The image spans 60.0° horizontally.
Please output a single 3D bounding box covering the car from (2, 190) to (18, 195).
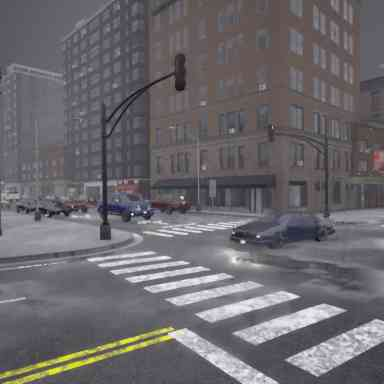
[{"bbox_3d":[-31.866,0.712,57.953,2.150,2.045,5.566,-1,1,-44],"label":"car"}]

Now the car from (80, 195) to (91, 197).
[{"bbox_3d":[-13.877,1.084,43.059,1.967,1.590,4.097,0,1,-44],"label":"car"}]

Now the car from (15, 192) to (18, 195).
[{"bbox_3d":[-29.191,1.045,58.898,1.802,1.307,4.206,0,1,-44],"label":"car"}]

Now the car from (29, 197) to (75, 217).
[{"bbox_3d":[-12.344,1.418,29.211,1.947,1.339,4.313,0,1,-44],"label":"car"}]

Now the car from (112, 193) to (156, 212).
[{"bbox_3d":[-6.220,1.045,35.139,2.192,1.841,5.009,0,1,-44],"label":"car"}]

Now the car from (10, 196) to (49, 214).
[{"bbox_3d":[-16.172,1.375,33.170,1.947,1.339,4.313,0,1,-44],"label":"car"}]

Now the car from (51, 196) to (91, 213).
[{"bbox_3d":[-12.061,1.395,32.872,1.895,1.301,4.718,-1,1,-44],"label":"car"}]

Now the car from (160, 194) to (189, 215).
[{"bbox_3d":[-2.391,1.087,31.179,2.192,1.841,5.009,0,1,-44],"label":"car"}]

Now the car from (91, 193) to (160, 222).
[{"bbox_3d":[-5.297,1.090,25.873,2.150,2.045,5.566,-1,1,-44],"label":"car"}]

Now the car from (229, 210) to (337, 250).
[{"bbox_3d":[4.169,1.540,14.606,5.357,1.411,2.033,-1,1,-35],"label":"car"}]

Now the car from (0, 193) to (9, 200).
[{"bbox_3d":[-40.677,0.886,70.775,1.947,1.339,4.313,0,1,-44],"label":"car"}]

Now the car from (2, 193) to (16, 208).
[{"bbox_3d":[-23.709,1.248,40.964,1.752,1.417,4.829,0,1,-44],"label":"car"}]

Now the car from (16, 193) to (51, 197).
[{"bbox_3d":[-19.330,1.216,40.410,1.837,1.490,4.892,-1,1,-44],"label":"car"}]
